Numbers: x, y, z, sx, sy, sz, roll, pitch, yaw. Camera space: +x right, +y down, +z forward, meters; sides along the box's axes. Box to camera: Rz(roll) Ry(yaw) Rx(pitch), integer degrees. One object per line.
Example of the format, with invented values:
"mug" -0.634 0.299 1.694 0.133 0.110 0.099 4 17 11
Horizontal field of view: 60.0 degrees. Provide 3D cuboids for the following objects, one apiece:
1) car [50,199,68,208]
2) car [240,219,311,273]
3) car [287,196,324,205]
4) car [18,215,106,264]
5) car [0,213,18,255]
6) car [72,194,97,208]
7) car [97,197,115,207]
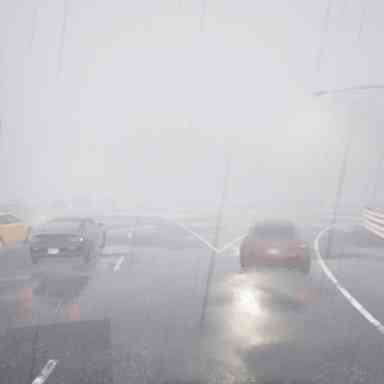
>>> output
"car" -20.383 1.752 50.874 1.994 1.385 4.181 0 0 -32
"car" 2.704 1.575 10.882 1.994 1.385 4.181 0 0 14
"car" 14.625 1.269 42.877 4.674 1.442 1.812 0 0 5
"car" -4.294 1.568 12.007 1.812 1.442 4.674 0 0 -6
"car" -7.972 1.538 13.161 1.882 1.535 5.008 0 0 -7
"car" -17.343 1.401 52.605 2.150 2.045 5.566 0 0 -32
"car" -14.255 1.522 54.259 2.097 1.767 4.553 0 0 -32
